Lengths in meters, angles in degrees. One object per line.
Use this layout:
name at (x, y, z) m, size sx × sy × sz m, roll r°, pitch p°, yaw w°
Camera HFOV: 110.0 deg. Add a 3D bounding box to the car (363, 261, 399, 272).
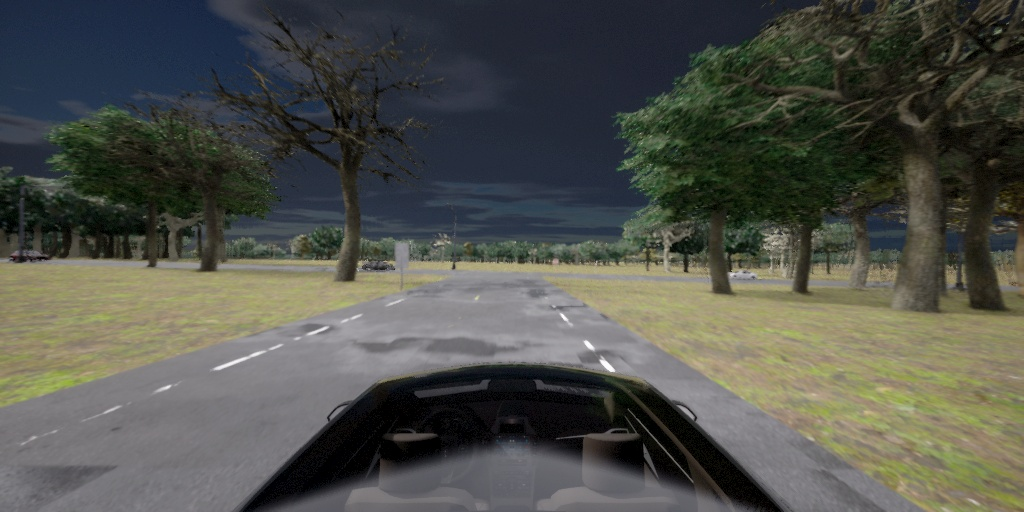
car at (-18.783, 1.510, 51.456) m, size 4.892 × 1.490 × 1.837 m, roll 2°, pitch 0°, yaw 0°
